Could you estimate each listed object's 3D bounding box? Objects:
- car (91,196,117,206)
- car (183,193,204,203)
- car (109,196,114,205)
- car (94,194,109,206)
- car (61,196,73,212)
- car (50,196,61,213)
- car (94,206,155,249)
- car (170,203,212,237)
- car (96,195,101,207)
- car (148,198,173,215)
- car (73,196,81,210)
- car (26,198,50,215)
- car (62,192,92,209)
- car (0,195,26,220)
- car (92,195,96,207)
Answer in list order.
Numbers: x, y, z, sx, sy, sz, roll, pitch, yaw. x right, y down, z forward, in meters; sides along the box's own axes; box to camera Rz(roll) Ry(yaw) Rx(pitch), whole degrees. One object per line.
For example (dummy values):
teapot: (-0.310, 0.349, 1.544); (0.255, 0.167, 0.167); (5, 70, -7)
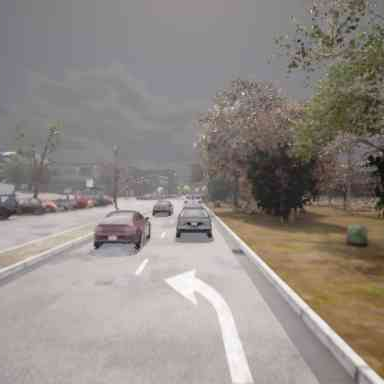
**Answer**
car: (-16.629, 1.598, 62.771); (4.553, 1.767, 2.185); (-1, 0, -19)
car: (0.103, 1.288, 38.822); (2.150, 2.045, 5.566); (0, 0, 0)
car: (-16.719, 1.430, 56.758); (5.566, 2.045, 2.435); (-1, -1, -20)
car: (-16.791, 1.409, 53.722); (5.566, 2.045, 2.435); (-1, 0, -20)
car: (-16.804, 1.559, 38.719); (4.892, 1.521, 2.231); (-1, -1, -20)
car: (-16.832, 1.415, 35.709); (4.553, 1.767, 2.185); (-1, -1, -20)
car: (-2.899, 1.519, 14.454); (1.812, 1.442, 4.674); (0, 0, 0)
car: (0.101, 1.541, 18.067); (2.033, 1.411, 5.357); (0, 0, 0)
car: (-16.771, 1.678, 50.723); (4.674, 1.452, 2.002); (-1, 0, -20)
car: (-2.898, 1.585, 33.790); (2.033, 1.411, 5.357); (0, 0, 0)
car: (-16.820, 1.606, 41.703); (4.792, 1.488, 2.163); (-1, 0, -20)
car: (-16.772, 1.398, 32.724); (4.553, 1.767, 2.185); (-1, 0, -20)
car: (-16.820, 1.346, 44.708); (5.566, 2.045, 2.435); (-1, 0, -20)
car: (-16.832, 1.250, 26.697); (5.566, 2.045, 2.435); (-1, 0, -20)
car: (-16.960, 1.616, 47.656); (5.366, 1.575, 1.946); (-1, 0, -20)
